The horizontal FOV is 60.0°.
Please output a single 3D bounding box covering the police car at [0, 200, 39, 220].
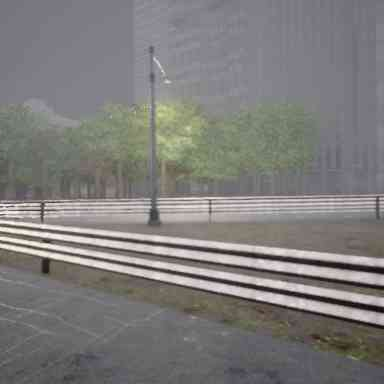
[{"bbox_3d":[-15.016,1.406,26.671,4.974,1.542,2.038,-1,0,11],"label":"police car"}]
